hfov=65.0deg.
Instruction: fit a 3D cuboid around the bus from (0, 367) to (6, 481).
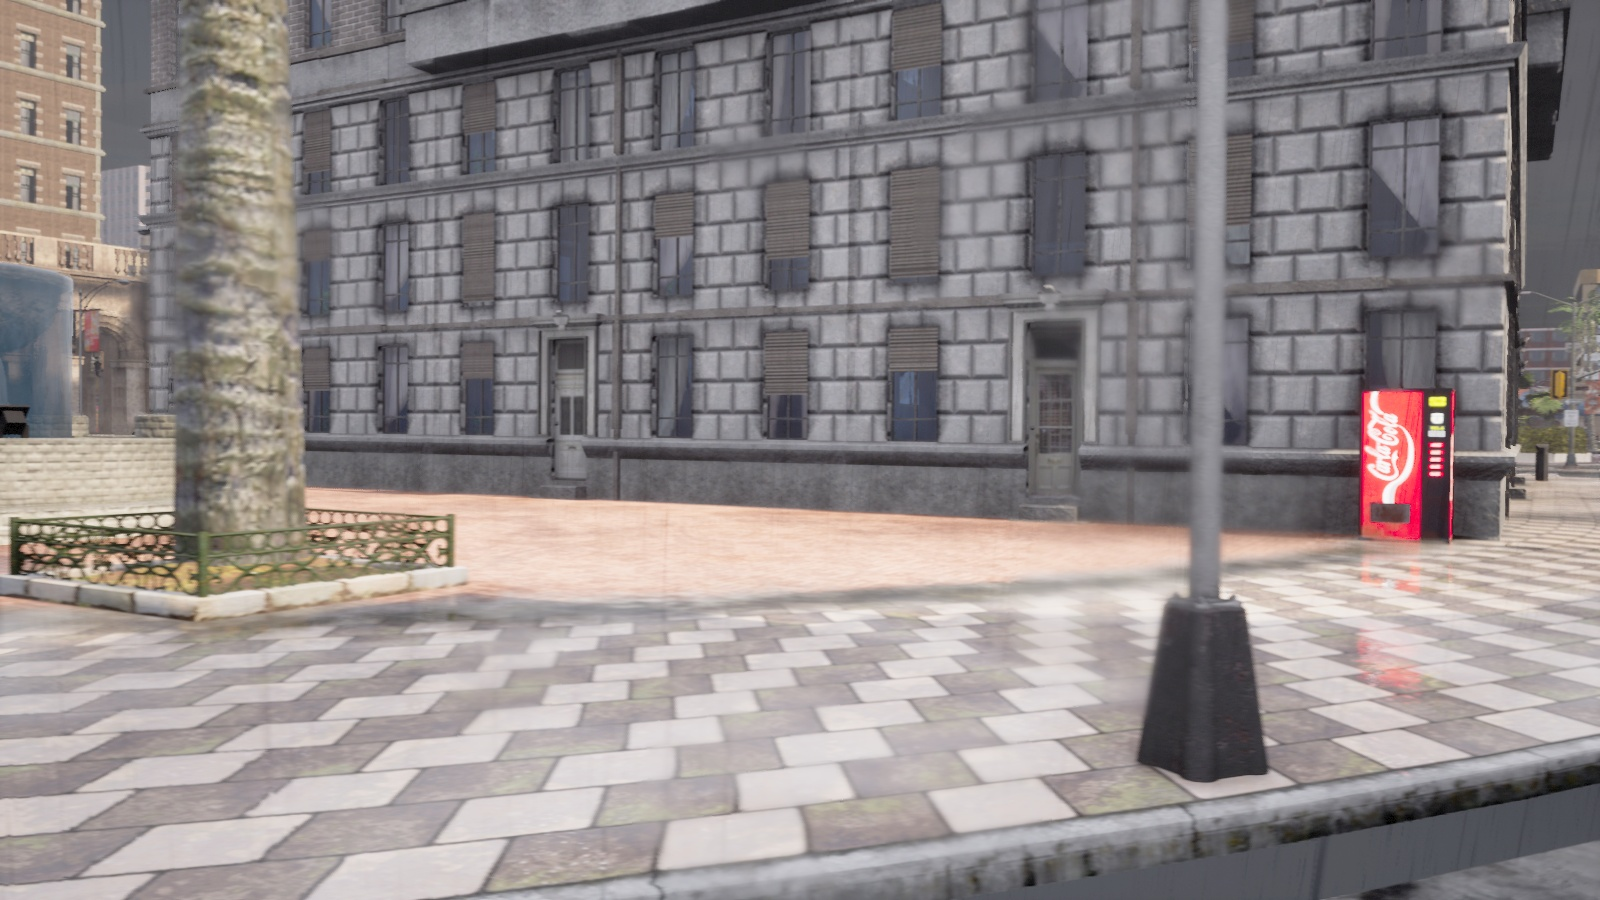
[{"bbox_3d":[-34.040,-0.857,43.545,3.944,4.253,10.273,0,1,30],"label":"bus"}]
